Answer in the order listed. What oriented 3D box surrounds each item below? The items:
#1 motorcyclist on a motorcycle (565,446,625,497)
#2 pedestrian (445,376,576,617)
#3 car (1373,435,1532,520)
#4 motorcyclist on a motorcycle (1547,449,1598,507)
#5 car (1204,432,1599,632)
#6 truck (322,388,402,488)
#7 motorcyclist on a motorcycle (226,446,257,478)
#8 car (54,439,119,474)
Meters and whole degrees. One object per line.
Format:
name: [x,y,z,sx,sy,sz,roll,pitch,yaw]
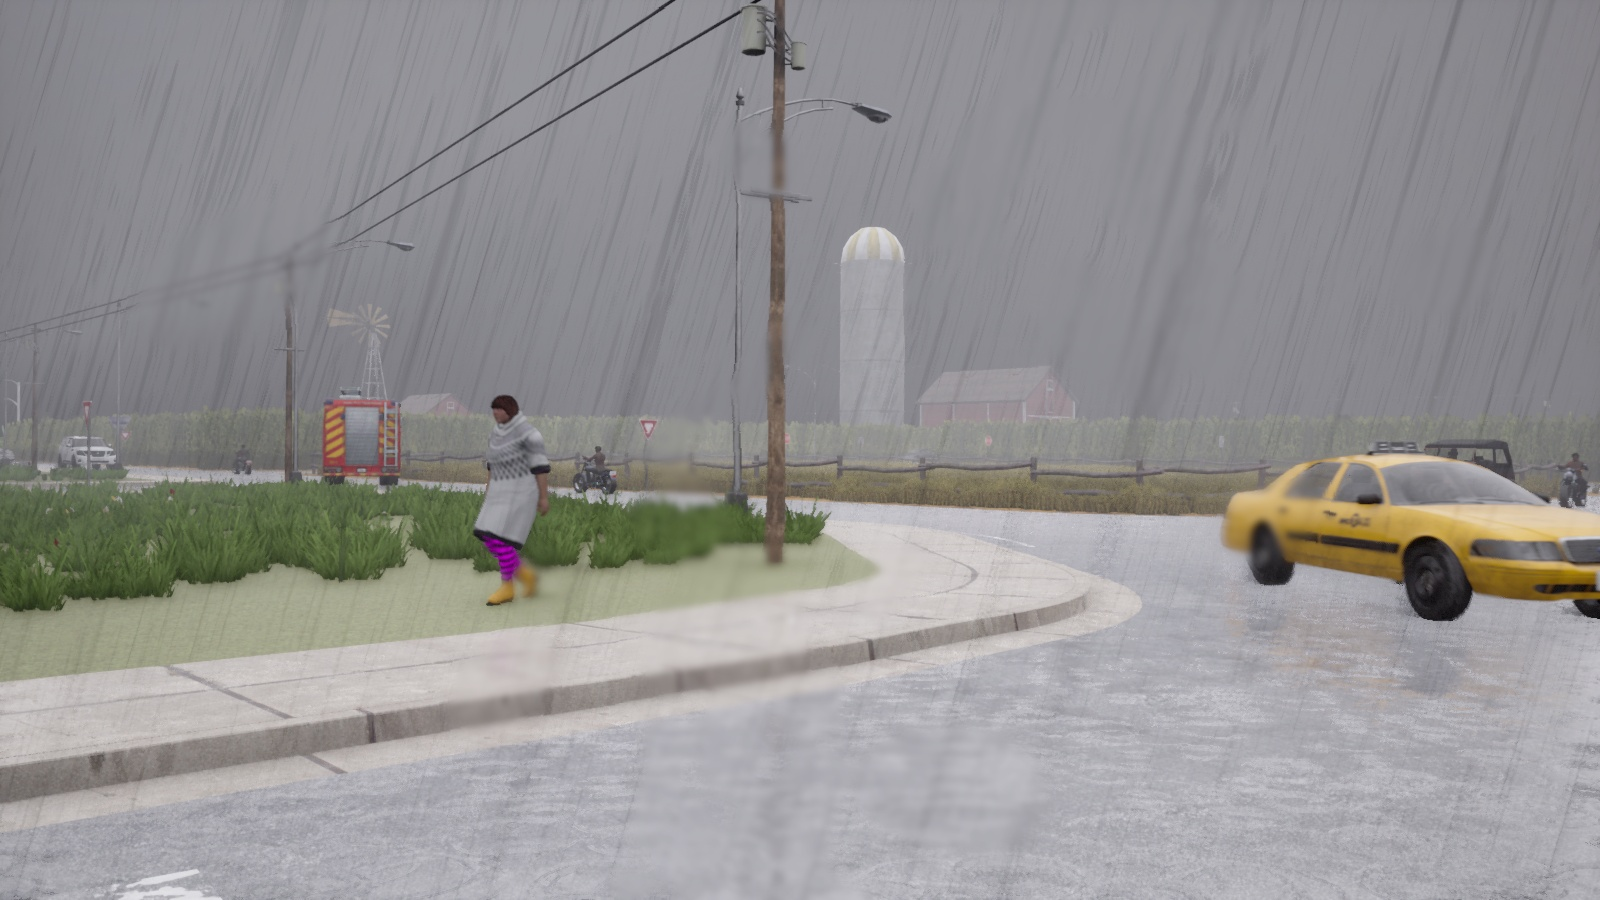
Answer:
motorcyclist on a motorcycle: [-6.830,0.695,41.765,0.766,1.649,2.350,0,0,-43]
pedestrian: [-2.473,0.379,10.738,0.873,1.952,0.659,0,0,-44]
car: [15.444,0.607,29.668,3.866,1.878,1.905,0,0,-38]
motorcyclist on a motorcycle: [22.451,0.788,36.474,0.766,1.649,2.350,0,0,44]
car: [6.106,0.656,12.640,1.801,1.575,5.366,0,0,-7]
truck: [-18.229,-0.452,52.355,2.891,3.827,8.468,0,0,-19]
motorcyclist on a motorcycle: [-29.385,0.634,66.036,0.766,1.649,2.350,0,0,-43]
car: [-42.894,0.363,75.433,2.150,2.045,5.566,0,0,-43]
